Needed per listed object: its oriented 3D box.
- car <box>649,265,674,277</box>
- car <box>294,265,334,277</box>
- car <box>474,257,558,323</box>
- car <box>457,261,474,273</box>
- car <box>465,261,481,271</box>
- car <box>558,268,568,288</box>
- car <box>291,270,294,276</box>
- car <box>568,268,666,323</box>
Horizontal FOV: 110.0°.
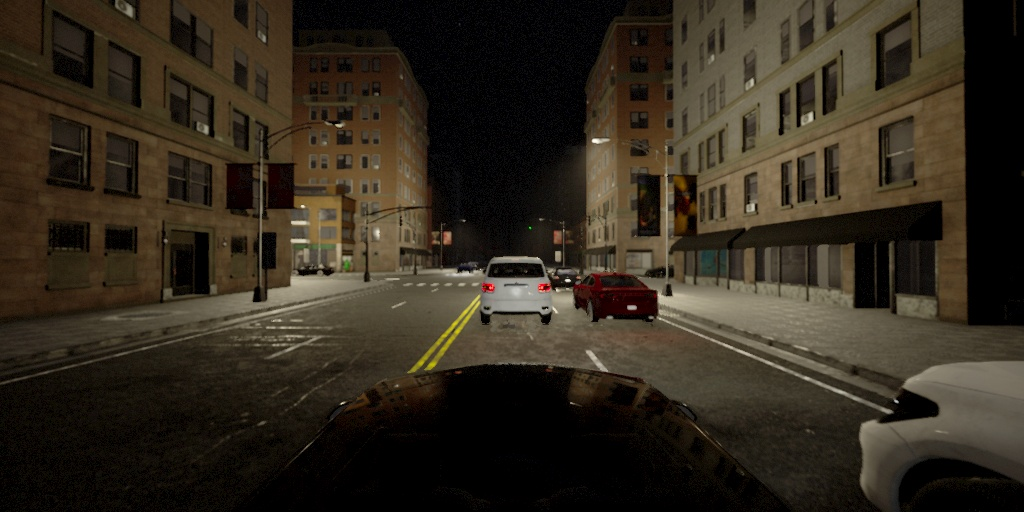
[{"bbox_3d":[16.094,1.615,37.286,4.181,1.385,1.994,0,-1,0],"label":"car"},{"bbox_3d":[-22.060,1.609,39.727,4.313,1.339,1.948,0,0,0],"label":"car"},{"bbox_3d":[0.121,1.054,12.544,2.150,2.045,5.566,0,0,0],"label":"car"},{"bbox_3d":[-6.517,1.706,50.269,1.895,1.301,4.718,0,0,0],"label":"car"},{"bbox_3d":[-6.482,1.666,60.106,2.128,1.511,4.902,0,0,0],"label":"car"},{"bbox_3d":[3.407,1.477,23.845,1.994,1.385,4.181,0,0,0],"label":"car"},{"bbox_3d":[-22.116,1.393,31.703,4.097,1.591,1.967,0,0,0],"label":"car"},{"bbox_3d":[3.369,1.308,12.529,1.882,1.535,5.008,0,0,0],"label":"car"}]
